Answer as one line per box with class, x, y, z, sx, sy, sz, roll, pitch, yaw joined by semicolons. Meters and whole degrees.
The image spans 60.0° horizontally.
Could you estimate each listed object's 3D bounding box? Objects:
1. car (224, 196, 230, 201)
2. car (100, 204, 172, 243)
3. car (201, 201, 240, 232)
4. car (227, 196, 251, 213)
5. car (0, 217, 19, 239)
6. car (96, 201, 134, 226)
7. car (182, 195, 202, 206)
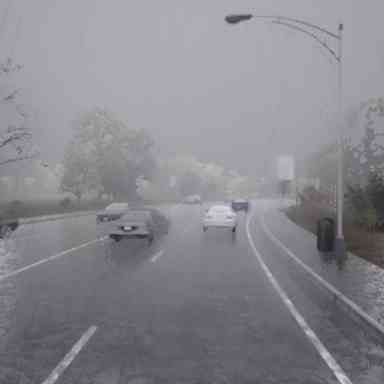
car;7.637;1.474;63.390;1.837;1.490;4.892;0;0;25
car;-2.324;1.531;16.121;2.033;1.411;5.357;0;0;7
car;1.787;1.521;20.196;1.812;1.442;4.674;0;0;9
car;5.641;1.477;37.952;1.882;1.535;5.008;0;0;15
car;-9.743;1.561;14.336;1.895;1.301;4.718;0;0;6
car;-4.994;1.445;23.335;1.882;1.535;5.008;0;0;10
car;0.003;1.306;54.575;2.097;1.767;4.553;0;0;22
